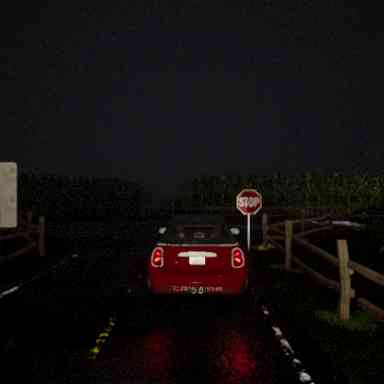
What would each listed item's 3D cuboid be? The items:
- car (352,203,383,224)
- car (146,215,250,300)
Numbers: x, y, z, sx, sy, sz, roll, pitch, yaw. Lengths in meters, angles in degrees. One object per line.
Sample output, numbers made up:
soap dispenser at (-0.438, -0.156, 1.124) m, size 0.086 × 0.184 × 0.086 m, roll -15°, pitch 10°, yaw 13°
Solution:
car at (13.736, 1.475, 23.694) m, size 4.181 × 1.385 × 1.994 m, roll 0°, pitch 0°, yaw 0°
car at (0.177, 1.361, 8.587) m, size 2.097 × 1.767 × 4.553 m, roll 0°, pitch 0°, yaw 2°
